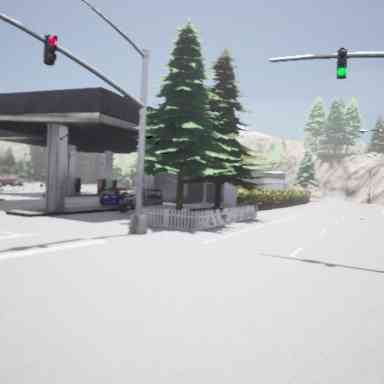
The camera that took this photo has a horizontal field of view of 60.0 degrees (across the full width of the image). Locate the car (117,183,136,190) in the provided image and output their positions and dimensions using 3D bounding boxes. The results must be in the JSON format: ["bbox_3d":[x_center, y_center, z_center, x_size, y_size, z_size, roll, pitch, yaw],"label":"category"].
[{"bbox_3d":[-16.487,-1.356,83.696,4.514,1.523,2.007,3,2,28],"label":"car"}]

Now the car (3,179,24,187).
[{"bbox_3d":[-35.053,-1.851,65.323,4.514,1.523,2.007,3,2,28],"label":"car"}]

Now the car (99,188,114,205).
[{"bbox_3d":[-6.582,0.505,31.512,2.242,1.667,4.611,3,2,28],"label":"car"}]

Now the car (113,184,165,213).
[{"bbox_3d":[-3.649,0.633,25.010,1.905,1.878,3.866,3,2,28],"label":"car"}]
